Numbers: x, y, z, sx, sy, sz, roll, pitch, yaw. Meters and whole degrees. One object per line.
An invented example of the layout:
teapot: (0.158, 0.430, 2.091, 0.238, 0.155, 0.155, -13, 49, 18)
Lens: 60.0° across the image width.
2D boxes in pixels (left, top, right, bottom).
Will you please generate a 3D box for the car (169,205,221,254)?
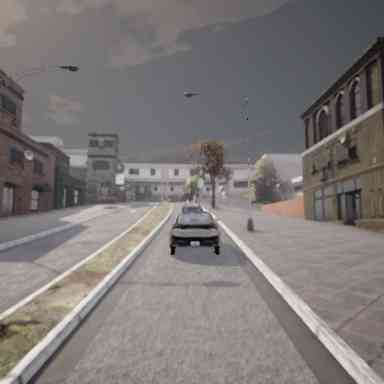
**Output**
car: (0.102, 1.507, 13.582, 2.128, 1.511, 4.902, 0, 0, 0)

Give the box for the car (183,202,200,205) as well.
car: (-0.057, 1.632, 31.462, 1.895, 1.301, 4.718, 0, 0, -1)
